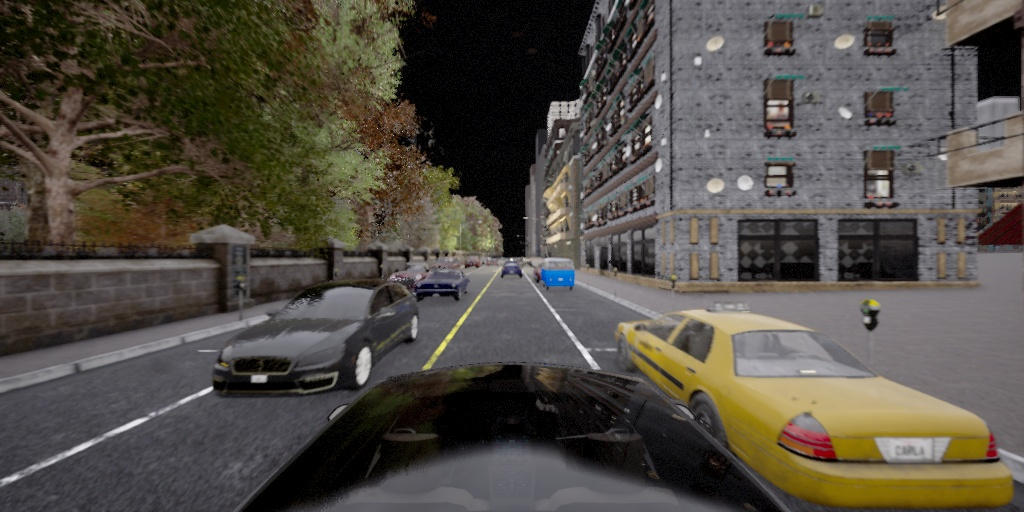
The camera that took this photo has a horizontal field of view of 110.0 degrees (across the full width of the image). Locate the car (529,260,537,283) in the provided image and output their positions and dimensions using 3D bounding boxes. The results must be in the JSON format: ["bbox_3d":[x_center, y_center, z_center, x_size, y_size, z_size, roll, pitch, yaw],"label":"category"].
[{"bbox_3d":[2.589,1.103,26.719,1.967,1.591,4.097,0,0,0],"label":"car"}]

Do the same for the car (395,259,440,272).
[{"bbox_3d":[-5.767,1.137,21.141,1.967,1.591,4.097,0,0,0],"label":"car"}]

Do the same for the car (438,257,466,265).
[{"bbox_3d":[-5.816,0.978,32.218,2.192,1.841,5.009,0,0,0],"label":"car"}]

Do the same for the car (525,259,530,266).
[{"bbox_3d":[2.443,1.116,59.950,2.007,1.370,4.403,0,0,0],"label":"car"}]

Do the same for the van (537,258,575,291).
[{"bbox_3d":[2.613,1.021,21.180,1.690,1.789,3.998,0,0,0],"label":"van"}]

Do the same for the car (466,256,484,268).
[{"bbox_3d":[-5.913,0.913,54.373,2.192,1.841,5.009,0,0,0],"label":"car"}]

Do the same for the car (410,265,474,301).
[{"bbox_3d":[-3.153,1.306,17.077,1.895,1.301,4.718,0,0,0],"label":"car"}]

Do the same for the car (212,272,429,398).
[{"bbox_3d":[-3.113,1.244,6.822,1.837,1.490,4.892,0,0,0],"label":"car"}]

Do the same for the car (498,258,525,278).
[{"bbox_3d":[-0.028,1.176,32.498,1.812,1.442,4.674,0,0,0],"label":"car"}]

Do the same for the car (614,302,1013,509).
[{"bbox_3d":[2.685,1.261,4.734,1.751,1.417,4.829,0,0,0],"label":"car"}]

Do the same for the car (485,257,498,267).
[{"bbox_3d":[-3.285,1.141,61.416,1.994,1.385,4.181,0,0,0],"label":"car"}]
